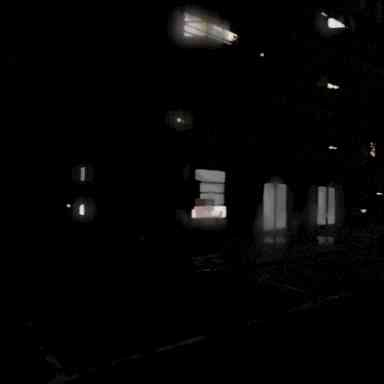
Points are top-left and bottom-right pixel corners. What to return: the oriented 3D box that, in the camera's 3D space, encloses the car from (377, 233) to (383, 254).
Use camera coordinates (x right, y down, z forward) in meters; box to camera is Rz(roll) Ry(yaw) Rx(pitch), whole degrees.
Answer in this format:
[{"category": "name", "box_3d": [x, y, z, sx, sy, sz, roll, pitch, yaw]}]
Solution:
[{"category": "car", "box_3d": [8.950, 1.724, 12.918, 4.313, 1.339, 1.947, 1, 0, -35]}]
